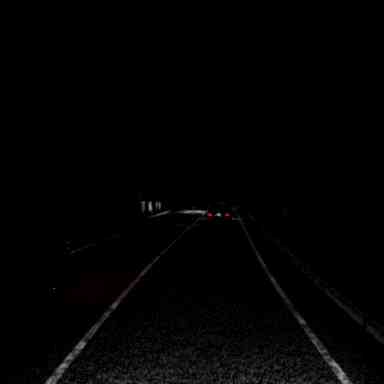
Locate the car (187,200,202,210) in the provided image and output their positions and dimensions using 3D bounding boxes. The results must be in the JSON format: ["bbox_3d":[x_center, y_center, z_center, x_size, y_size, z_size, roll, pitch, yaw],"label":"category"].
[{"bbox_3d":[0.408,1.763,45.139,1.895,1.301,4.718,0,0,6],"label":"car"}]

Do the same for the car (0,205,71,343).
[{"bbox_3d":[-3.441,1.234,4.133,2.150,2.045,5.566,0,0,2],"label":"car"}]

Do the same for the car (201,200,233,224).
[{"bbox_3d":[2.075,1.616,25.238,2.033,1.411,5.357,0,0,6],"label":"car"}]
